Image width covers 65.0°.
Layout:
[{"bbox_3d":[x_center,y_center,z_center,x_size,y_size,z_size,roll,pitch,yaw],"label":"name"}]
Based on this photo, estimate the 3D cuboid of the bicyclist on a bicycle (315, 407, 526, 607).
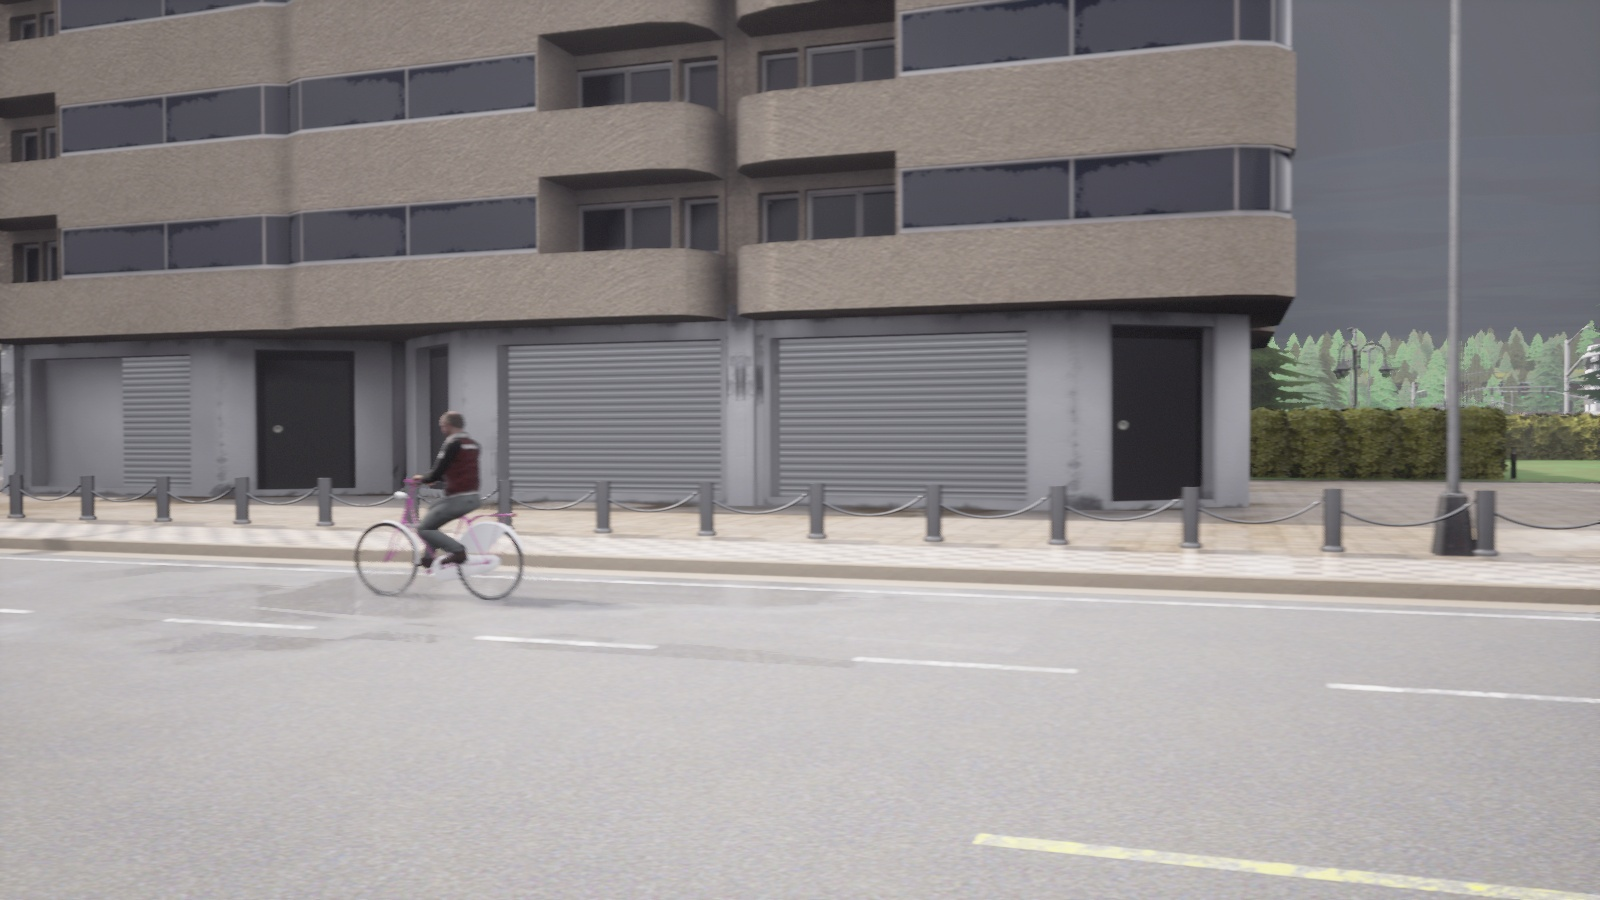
[{"bbox_3d":[-3.557,0.495,11.773,1.843,1.776,0.659,1,1,19],"label":"bicyclist on a bicycle"}]
